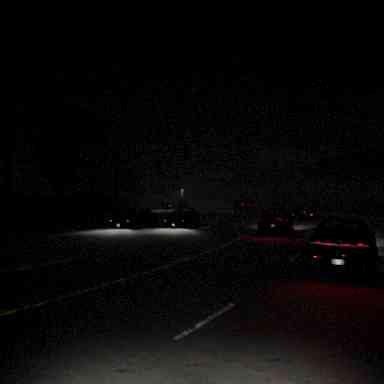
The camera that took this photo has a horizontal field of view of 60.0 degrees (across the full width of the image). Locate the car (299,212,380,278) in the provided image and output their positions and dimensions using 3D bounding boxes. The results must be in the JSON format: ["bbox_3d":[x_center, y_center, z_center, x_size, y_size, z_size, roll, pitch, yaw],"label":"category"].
[{"bbox_3d":[4.905,1.627,10.795,2.128,1.511,4.902,0,-1,27],"label":"car"}]

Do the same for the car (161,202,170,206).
[{"bbox_3d":[-5.228,2.710,66.487,1.882,1.535,5.008,-1,-1,-6],"label":"car"}]

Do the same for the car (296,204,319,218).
[{"bbox_3d":[11.315,1.968,33.162,1.812,1.442,4.674,-1,-1,6],"label":"car"}]

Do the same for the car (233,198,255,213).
[{"bbox_3d":[7.480,1.964,48.413,2.150,2.045,5.566,-1,-1,-6],"label":"car"}]

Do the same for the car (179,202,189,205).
[{"bbox_3d":[-1.744,2.738,66.884,2.033,1.411,5.357,-1,-1,-6],"label":"car"}]

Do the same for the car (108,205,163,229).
[{"bbox_3d":[-4.323,1.963,25.463,2.033,1.411,5.357,-1,-1,16],"label":"car"}]

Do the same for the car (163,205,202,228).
[{"bbox_3d":[-0.623,1.952,25.822,2.033,1.411,5.357,-1,-1,15],"label":"car"}]

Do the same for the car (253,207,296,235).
[{"bbox_3d":[5.295,1.764,20.875,1.882,1.535,5.008,0,-1,19],"label":"car"}]
